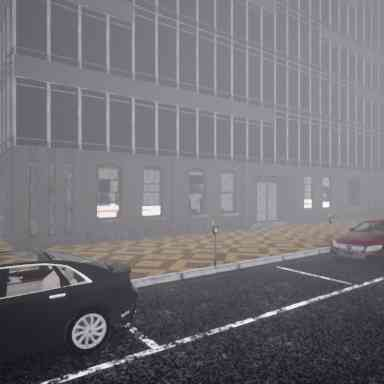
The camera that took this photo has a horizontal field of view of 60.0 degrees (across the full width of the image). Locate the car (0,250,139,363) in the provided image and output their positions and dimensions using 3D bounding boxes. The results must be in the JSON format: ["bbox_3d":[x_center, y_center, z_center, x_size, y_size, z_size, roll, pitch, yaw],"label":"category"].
[{"bbox_3d":[-2.891,1.551,4.497,4.403,1.369,2.008,0,0,-36],"label":"car"}]

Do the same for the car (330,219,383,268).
[{"bbox_3d":[6.367,1.582,11.121,4.206,1.307,1.802,0,0,-36],"label":"car"}]
